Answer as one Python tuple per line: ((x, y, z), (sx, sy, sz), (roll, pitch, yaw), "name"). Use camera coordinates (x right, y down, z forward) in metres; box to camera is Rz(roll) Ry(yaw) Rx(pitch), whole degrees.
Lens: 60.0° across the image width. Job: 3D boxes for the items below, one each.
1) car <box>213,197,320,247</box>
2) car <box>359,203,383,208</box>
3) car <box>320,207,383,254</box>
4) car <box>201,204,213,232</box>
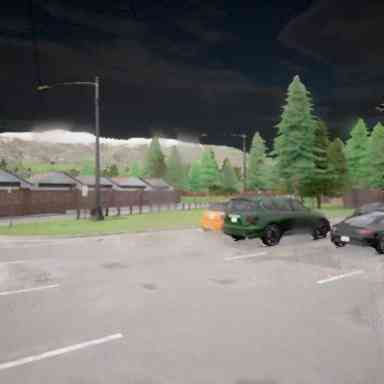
((3.937, 1.226, 15.236), (5.566, 2.045, 2.150), (0, 0, -35), "car")
((15.287, 1.572, 27.604), (4.181, 1.385, 1.994), (0, 0, -35), "car")
((7.467, 1.529, 13.429), (4.674, 1.442, 1.812), (0, 0, -35), "car")
((2.761, 1.355, 18.679), (4.553, 1.767, 2.097), (0, 0, -35), "car")
